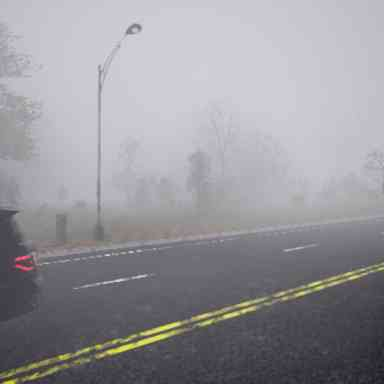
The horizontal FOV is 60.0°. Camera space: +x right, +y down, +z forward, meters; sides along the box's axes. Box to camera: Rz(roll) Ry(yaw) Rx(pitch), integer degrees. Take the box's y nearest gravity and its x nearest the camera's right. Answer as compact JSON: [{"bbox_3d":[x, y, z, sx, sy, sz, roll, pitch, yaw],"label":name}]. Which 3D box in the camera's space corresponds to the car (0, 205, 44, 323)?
[{"bbox_3d":[-4.903,1.246,4.178,5.566,2.045,2.150,-1,1,-36],"label":"car"}]
